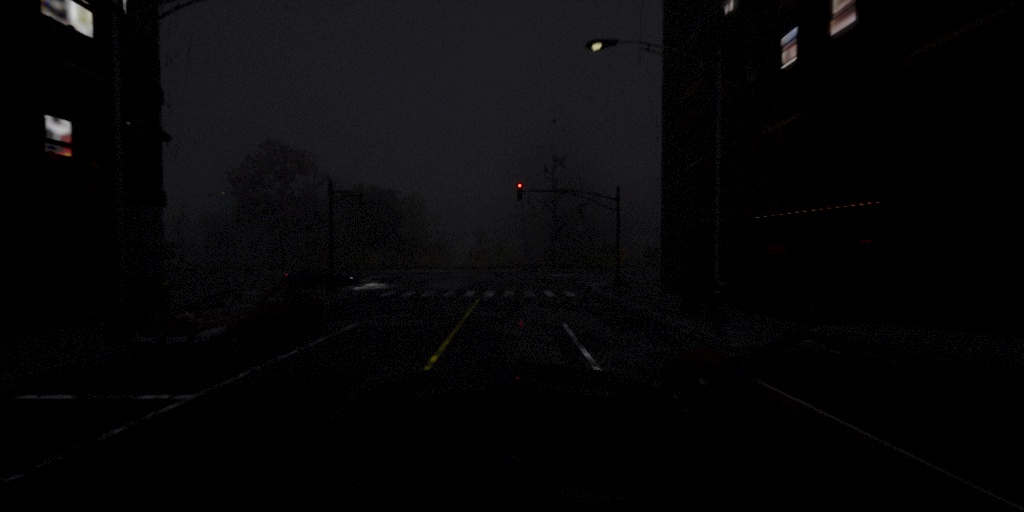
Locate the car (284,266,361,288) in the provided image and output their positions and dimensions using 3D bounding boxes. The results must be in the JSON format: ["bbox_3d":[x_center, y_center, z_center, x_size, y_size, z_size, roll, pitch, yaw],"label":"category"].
[{"bbox_3d":[-12.575,1.374,23.895,4.674,1.442,1.812,1,1,-7],"label":"car"}]

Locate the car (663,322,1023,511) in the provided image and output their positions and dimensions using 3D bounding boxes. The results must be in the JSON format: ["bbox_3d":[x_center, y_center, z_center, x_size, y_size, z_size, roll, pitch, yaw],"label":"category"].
[{"bbox_3d":[2.689,1.187,2.525,1.967,1.591,4.097,0,0,0],"label":"car"}]

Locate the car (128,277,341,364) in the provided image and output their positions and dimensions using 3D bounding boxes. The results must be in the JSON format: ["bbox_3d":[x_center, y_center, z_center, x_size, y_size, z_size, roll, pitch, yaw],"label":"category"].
[{"bbox_3d":[-5.788,1.313,7.995,1.802,1.307,4.207,0,0,0],"label":"car"}]
